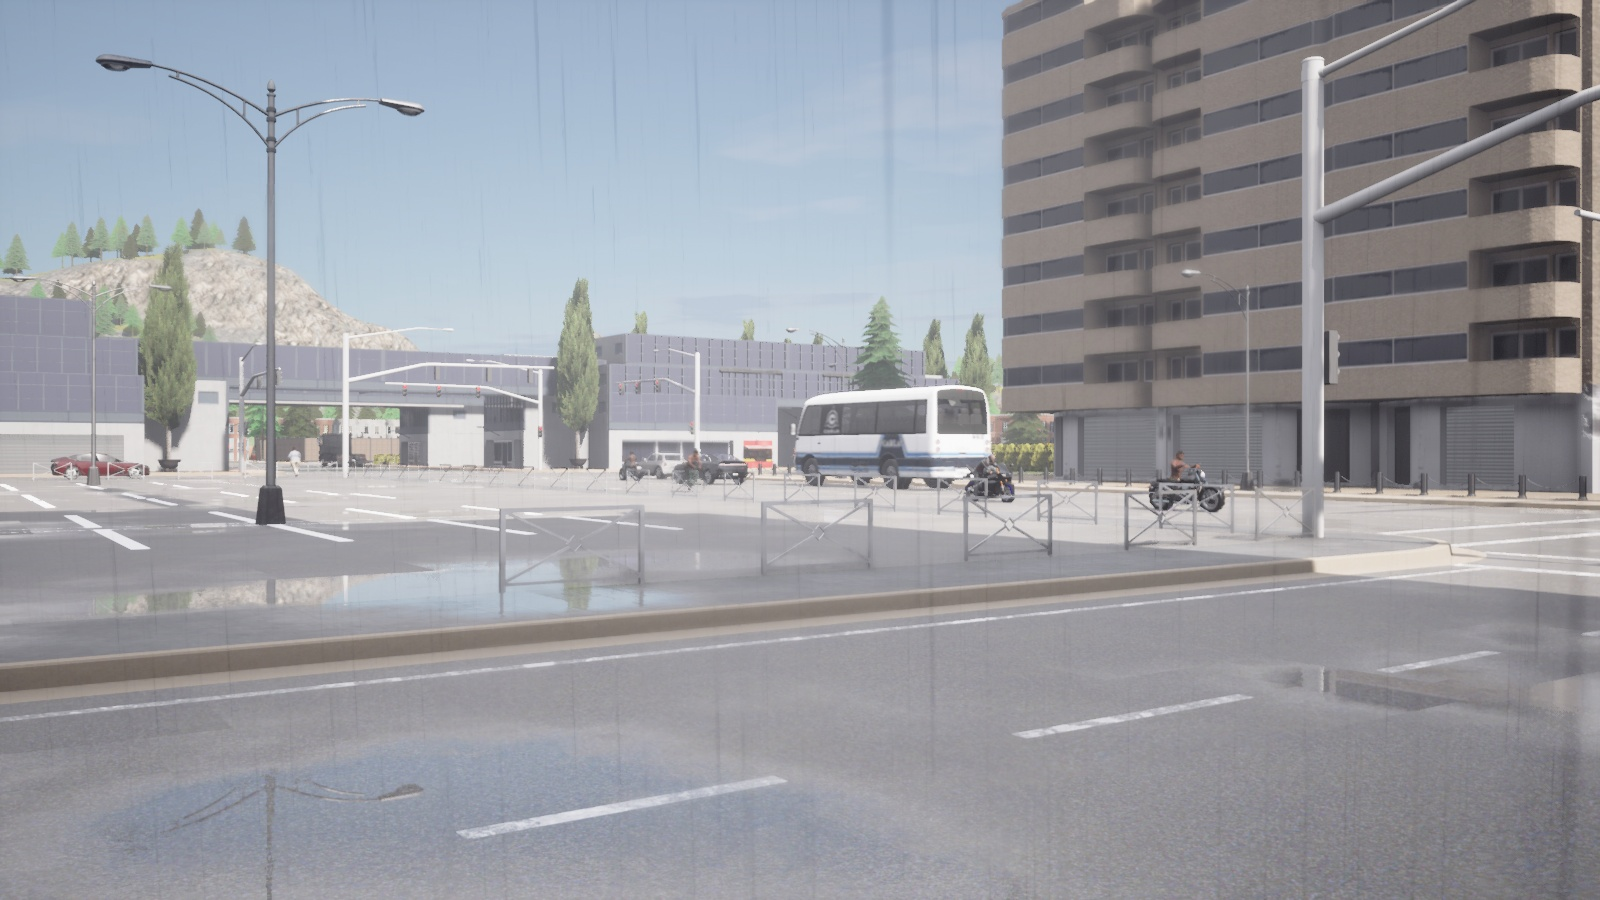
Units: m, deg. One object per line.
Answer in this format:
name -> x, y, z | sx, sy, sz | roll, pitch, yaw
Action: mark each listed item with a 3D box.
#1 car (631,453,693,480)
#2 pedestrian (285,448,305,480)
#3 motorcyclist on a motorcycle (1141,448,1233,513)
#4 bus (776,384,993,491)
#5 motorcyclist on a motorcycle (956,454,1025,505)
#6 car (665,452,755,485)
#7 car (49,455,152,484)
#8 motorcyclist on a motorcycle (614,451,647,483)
car -> -7.896, 0.920, 71.525 | 1.970, 1.475, 3.806 | 0, 0, -34
pedestrian -> -29.880, 0.808, 74.287 | 0.874, 1.855, 0.900 | 0, 0, -41
motorcyclist on a motorcycle -> 10.169, 0.781, 33.058 | 0.766, 1.649, 2.350 | 0, 0, -35
bus -> 3.442, -0.485, 55.127 | 3.944, 4.253, 10.273 | 0, 0, -35
motorcyclist on a motorcycle -> 5.929, 0.889, 39.196 | 0.866, 1.530, 2.191 | 0, 0, -35
car -> -4.360, 0.880, 60.248 | 2.128, 1.511, 4.902 | 0, 0, -35
car -> -38.436, 1.042, 69.001 | 4.792, 1.488, 2.163 | 0, 0, -33
motorcyclist on a motorcycle -> -9.069, 0.901, 67.065 | 0.766, 1.649, 2.350 | 0, 0, -35
